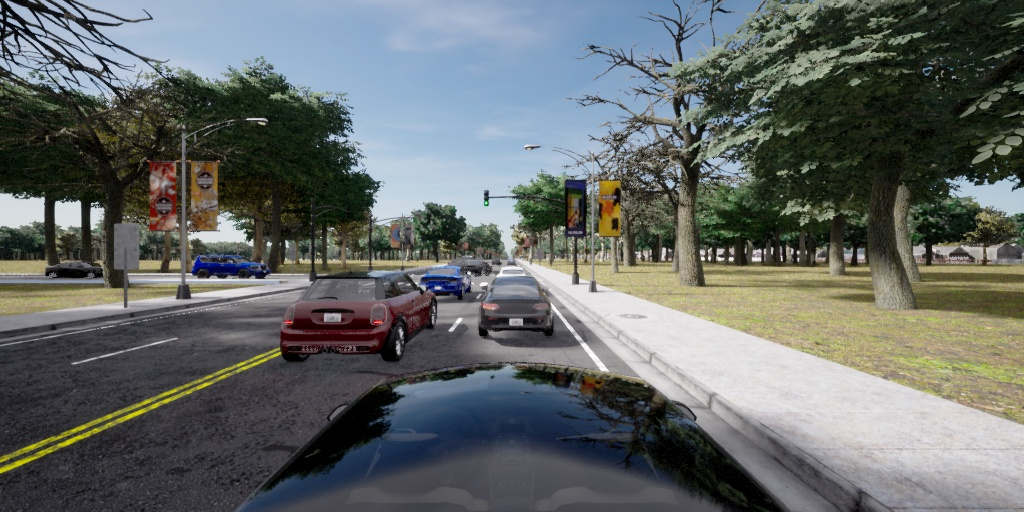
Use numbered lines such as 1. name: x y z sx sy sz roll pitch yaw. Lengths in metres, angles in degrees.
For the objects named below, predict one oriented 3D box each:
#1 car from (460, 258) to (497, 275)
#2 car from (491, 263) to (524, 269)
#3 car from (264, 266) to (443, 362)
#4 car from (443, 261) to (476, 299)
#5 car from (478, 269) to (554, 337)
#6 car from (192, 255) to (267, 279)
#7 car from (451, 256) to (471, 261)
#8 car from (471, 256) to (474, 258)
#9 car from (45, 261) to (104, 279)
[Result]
1. car: -3.524 1.266 37.928 1.837 1.490 4.892 3 1 14
2. car: 0.045 1.279 19.508 1.812 1.442 4.674 0 0 0
3. car: -3.157 1.102 8.410 2.097 1.767 4.553 0 0 0
4. car: -3.168 1.230 17.961 1.882 1.535 5.008 0 0 1
5. car: 0.091 1.276 10.152 1.812 1.442 4.674 0 0 0
6. car: -23.405 0.953 29.945 5.566 2.045 2.150 0 0 0
7. car: -6.647 1.116 43.573 2.097 1.767 4.553 0 0 0
8. car: -6.656 0.992 53.130 2.150 2.045 5.566 0 0 0
9. car: -35.692 1.195 29.947 5.008 1.535 1.882 0 0 0
